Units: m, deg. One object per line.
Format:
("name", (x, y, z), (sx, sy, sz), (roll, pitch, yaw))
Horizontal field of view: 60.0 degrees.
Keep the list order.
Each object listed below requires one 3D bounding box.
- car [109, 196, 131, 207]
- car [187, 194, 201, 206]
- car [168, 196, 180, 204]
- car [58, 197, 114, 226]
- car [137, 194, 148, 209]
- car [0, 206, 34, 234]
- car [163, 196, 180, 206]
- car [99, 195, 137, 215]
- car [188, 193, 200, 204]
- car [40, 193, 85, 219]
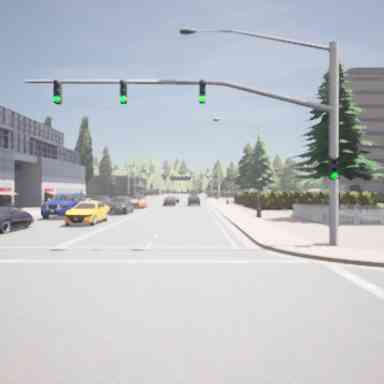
("car", (-10.321, 1.299, 48.027), (2.128, 1.511, 4.902), (0, 0, 1))
("car", (0.337, 1.304, 49.773), (1.837, 1.490, 4.892), (0, 0, 0))
("car", (-3.183, 1.359, 60.163), (1.895, 1.301, 4.718), (0, 0, 0))
("car", (-7.072, 1.386, 22.833), (1.882, 1.535, 5.008), (0, 0, 0))
("car", (-6.901, 1.183, 42.184), (2.097, 1.767, 4.553), (0, 0, 1))
("car", (-10.601, 1.490, 18.516), (1.994, 1.385, 4.181), (0, 0, 0))
("car", (-3.266, 1.348, 49.527), (2.033, 1.411, 5.357), (0, 0, 0))
("car", (-6.997, 1.223, 32.069), (2.097, 1.767, 4.553), (0, 0, 1))
("car", (0.316, 1.111, 59.841), (2.097, 1.767, 4.553), (0, 0, 0))
("car", (-10.533, 1.110, 27.868), (2.150, 2.045, 5.566), (0, 0, 0))
